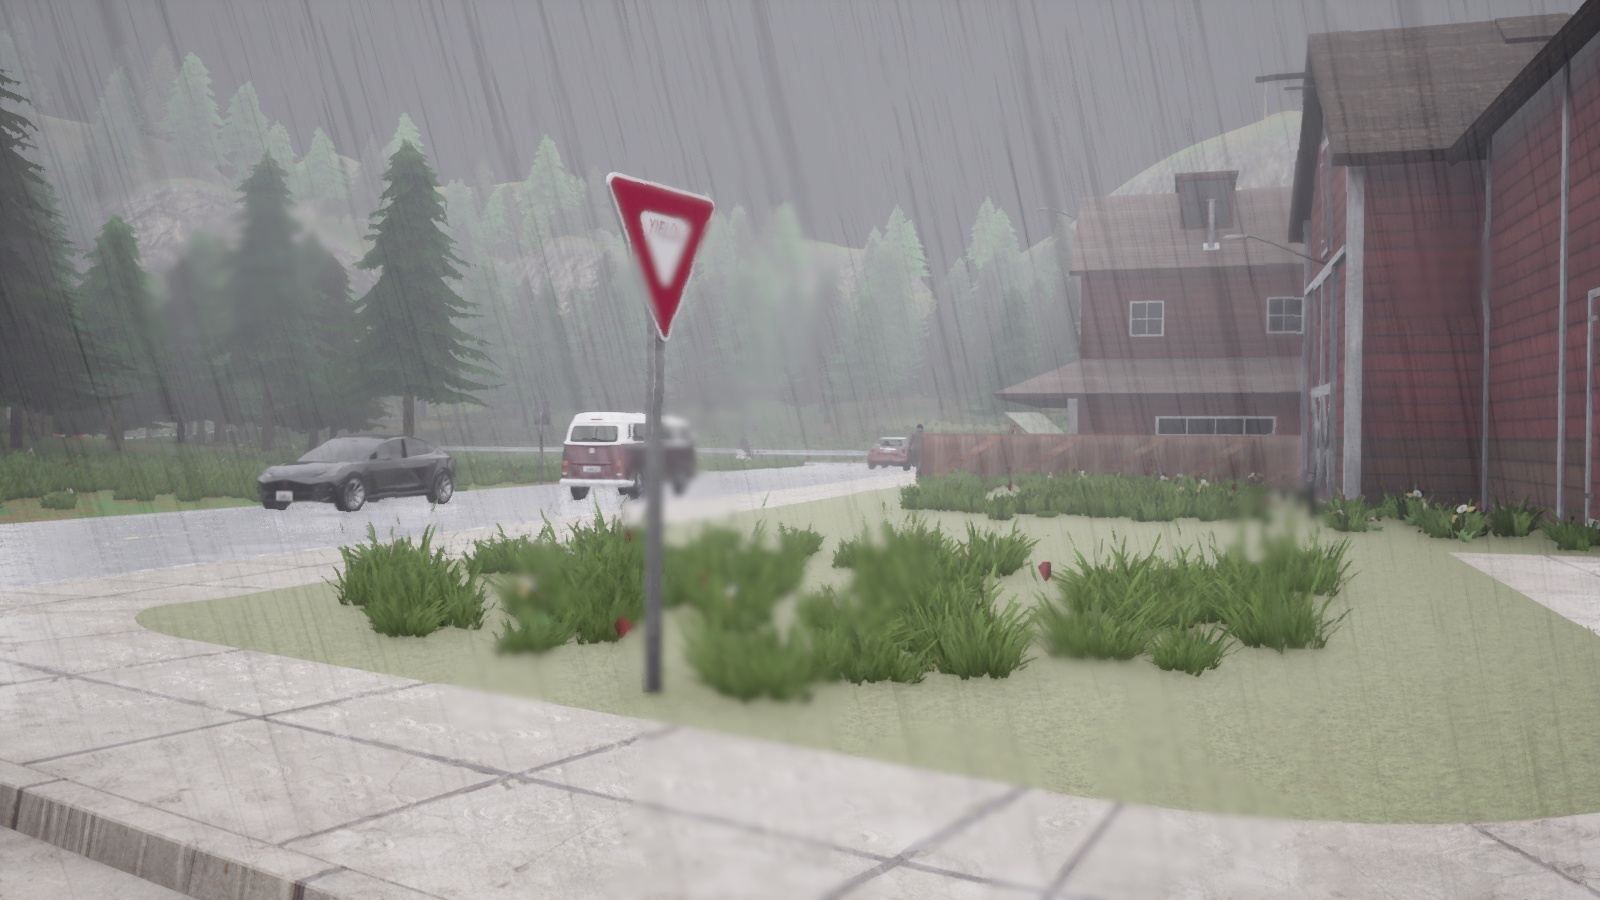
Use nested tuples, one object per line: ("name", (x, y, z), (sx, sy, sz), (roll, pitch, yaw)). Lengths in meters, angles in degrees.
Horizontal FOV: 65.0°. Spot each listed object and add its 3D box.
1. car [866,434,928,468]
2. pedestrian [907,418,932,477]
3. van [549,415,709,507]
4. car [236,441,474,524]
("car", (4.438, 0.041, 57.038), (1.970, 1.475, 3.806), (0, 1, 17))
("pedestrian", (3.985, -0.082, 41.814), (0.659, 1.952, 0.873), (0, 1, 17))
("van", (-3.989, 0.213, 30.147), (2.069, 2.038, 4.480), (0, 1, 17))
("car", (-8.984, 0.595, 25.906), (2.163, 1.488, 4.792), (0, 1, 17))
